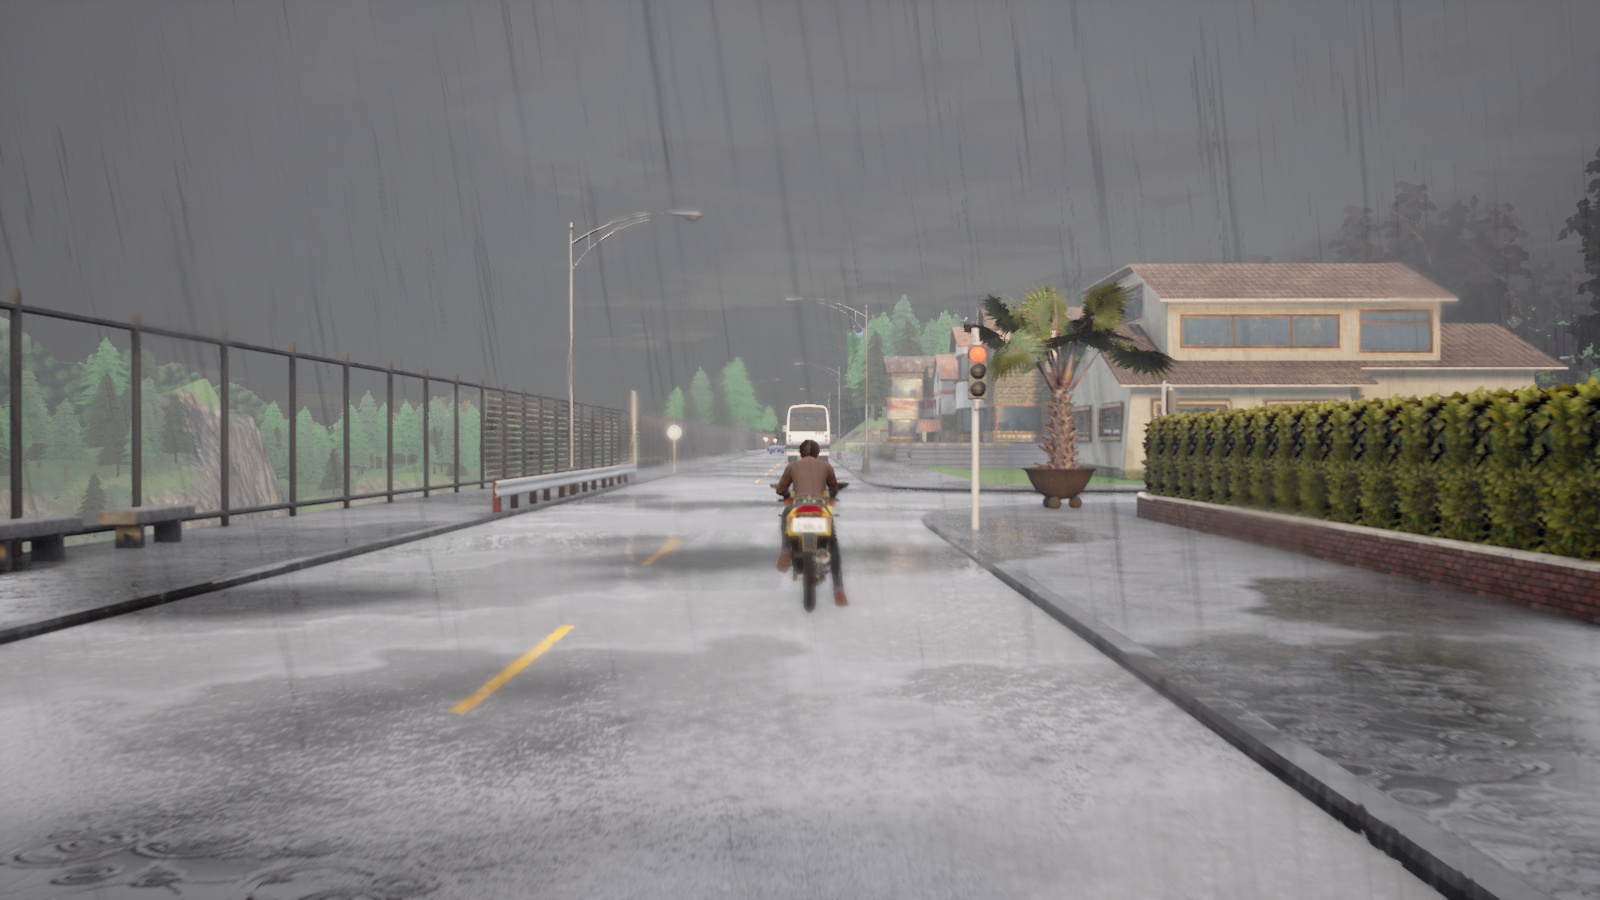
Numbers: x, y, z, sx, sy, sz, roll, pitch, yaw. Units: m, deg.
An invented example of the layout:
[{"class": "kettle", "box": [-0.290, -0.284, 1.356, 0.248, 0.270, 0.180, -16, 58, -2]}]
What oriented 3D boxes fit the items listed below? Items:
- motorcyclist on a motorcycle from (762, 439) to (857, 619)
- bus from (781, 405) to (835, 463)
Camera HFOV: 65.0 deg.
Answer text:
[{"class": "motorcyclist on a motorcycle", "box": [0.086, 0.661, 11.619, 0.797, 1.523, 2.044, 0, 0, 0]}, {"class": "bus", "box": [0.614, -1.201, 97.674, 3.944, 4.253, 10.273, 0, 0, 0]}]
